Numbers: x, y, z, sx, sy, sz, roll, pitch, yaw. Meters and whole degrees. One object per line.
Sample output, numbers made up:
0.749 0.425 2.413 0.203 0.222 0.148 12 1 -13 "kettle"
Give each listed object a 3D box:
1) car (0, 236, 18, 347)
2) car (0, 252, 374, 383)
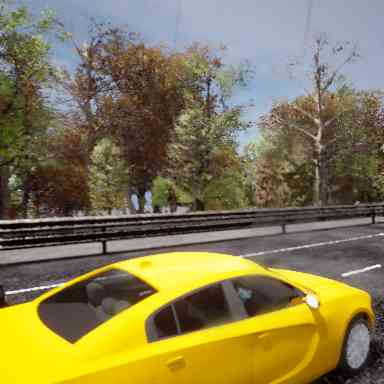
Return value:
-4.886 1.566 4.571 4.181 1.385 1.994 0 0 -35 "car"
0.199 1.478 3.902 5.008 1.535 1.882 0 0 -36 "car"
